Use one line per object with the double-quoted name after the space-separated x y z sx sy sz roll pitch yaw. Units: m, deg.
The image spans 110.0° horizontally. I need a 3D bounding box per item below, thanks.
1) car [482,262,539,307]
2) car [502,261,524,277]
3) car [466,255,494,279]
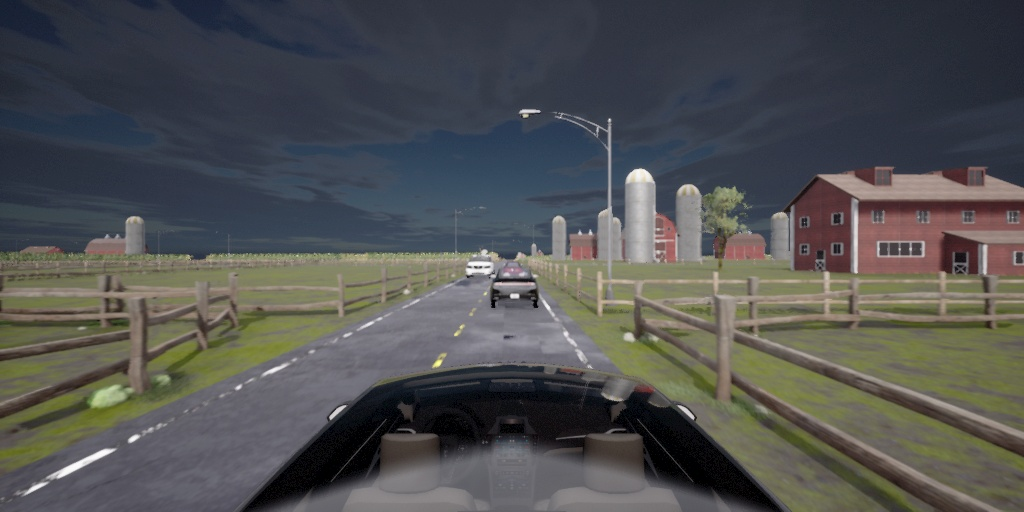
0.096 1.200 15.091 2.128 1.511 4.902 0 0 0 "car"
0.093 1.240 35.872 1.994 1.385 4.181 0 0 0 "car"
-2.756 0.904 31.965 2.150 2.045 5.566 0 0 0 "car"
